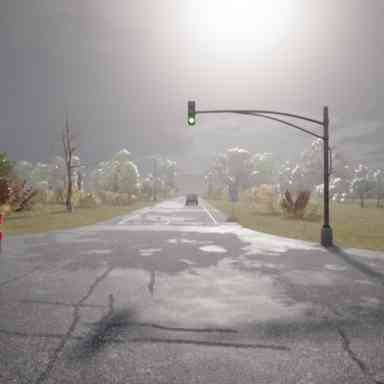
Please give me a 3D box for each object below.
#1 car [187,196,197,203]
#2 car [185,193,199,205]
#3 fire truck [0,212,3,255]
[{"bbox_3d":[0.015,1.538,69.622,1.882,1.535,5.008,0,0,0],"label":"car"},{"bbox_3d":[0.013,1.265,59.234,2.150,2.045,5.566,0,0,0],"label":"car"},{"bbox_3d":[-9.753,0.215,8.665,8.468,3.827,2.891,1,-1,3],"label":"fire truck"}]
